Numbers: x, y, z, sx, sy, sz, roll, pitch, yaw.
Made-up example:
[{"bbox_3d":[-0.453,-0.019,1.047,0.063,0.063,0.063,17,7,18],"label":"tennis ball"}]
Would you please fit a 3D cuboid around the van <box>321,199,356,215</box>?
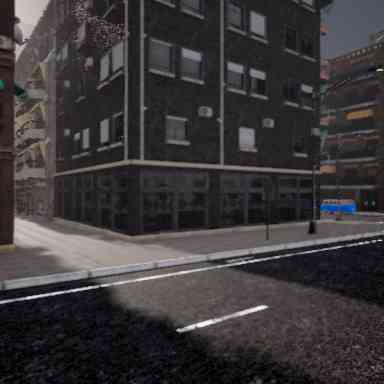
[{"bbox_3d":[17.532,1.784,39.993,1.690,1.788,3.998,-1,0,-36],"label":"van"}]
